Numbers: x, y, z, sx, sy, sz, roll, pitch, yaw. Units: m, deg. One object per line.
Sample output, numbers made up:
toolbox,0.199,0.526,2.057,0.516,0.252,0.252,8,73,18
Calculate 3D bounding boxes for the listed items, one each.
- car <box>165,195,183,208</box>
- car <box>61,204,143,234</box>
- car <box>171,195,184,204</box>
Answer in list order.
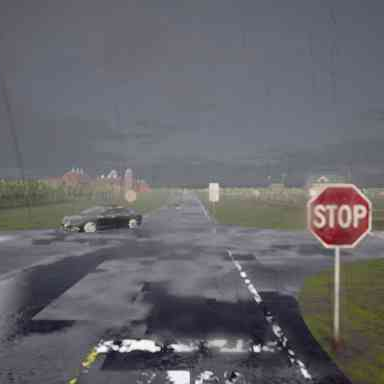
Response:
car,-2.695,1.428,47.549,1.837,1.490,4.892,0,1,0
car,-5.051,1.508,19.281,1.837,1.490,4.892,6,4,40
car,-2.678,1.304,61.899,2.128,1.511,4.902,0,0,0
